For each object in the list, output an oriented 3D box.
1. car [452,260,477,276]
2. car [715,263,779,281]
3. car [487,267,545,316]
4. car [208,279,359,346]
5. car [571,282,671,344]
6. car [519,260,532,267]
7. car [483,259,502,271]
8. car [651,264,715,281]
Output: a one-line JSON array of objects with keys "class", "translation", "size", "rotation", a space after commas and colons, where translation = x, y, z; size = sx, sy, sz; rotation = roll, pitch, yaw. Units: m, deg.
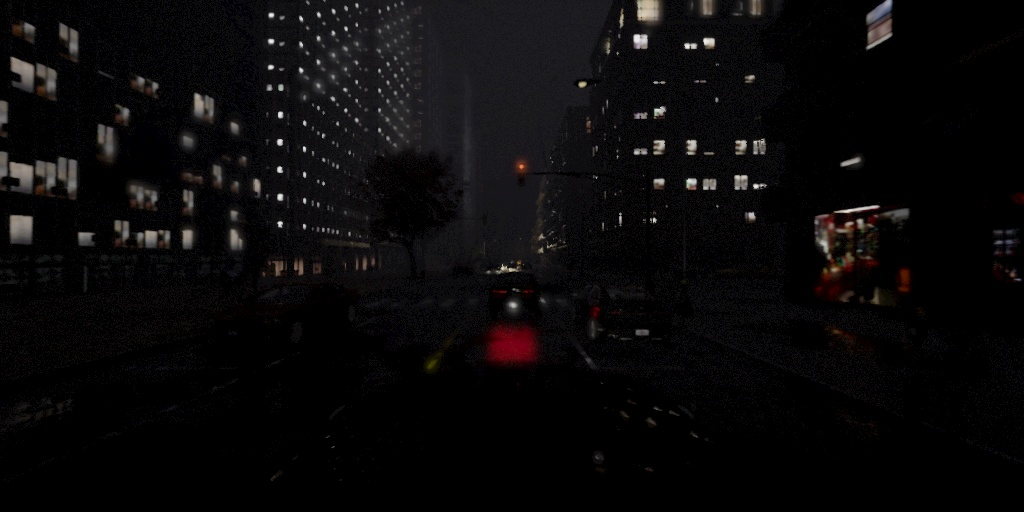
[{"class": "car", "translation": [-5.692, 1.382, 41.961], "size": [2.192, 1.841, 5.009], "rotation": [0, 0, 0]}, {"class": "car", "translation": [18.831, 1.201, 29.048], "size": [4.829, 1.417, 1.751], "rotation": [0, 0, -1]}, {"class": "car", "translation": [0.228, 1.346, 13.859], "size": [1.837, 1.490, 4.892], "rotation": [0, 0, 4]}, {"class": "car", "translation": [-5.691, 1.353, 9.575], "size": [1.888, 1.381, 4.507], "rotation": [0, 0, 0]}, {"class": "car", "translation": [2.689, 1.360, 9.575], "size": [2.007, 1.370, 4.403], "rotation": [0, 0, 0]}, {"class": "car", "translation": [2.688, 1.820, 64.052], "size": [1.948, 1.339, 4.313], "rotation": [0, 0, 0]}, {"class": "car", "translation": [-3.056, 1.436, 59.630], "size": [2.150, 2.045, 5.566], "rotation": [0, 0, 1]}, {"class": "car", "translation": [13.434, 1.302, 28.992], "size": [4.403, 1.370, 2.007], "rotation": [0, 0, -1]}]
